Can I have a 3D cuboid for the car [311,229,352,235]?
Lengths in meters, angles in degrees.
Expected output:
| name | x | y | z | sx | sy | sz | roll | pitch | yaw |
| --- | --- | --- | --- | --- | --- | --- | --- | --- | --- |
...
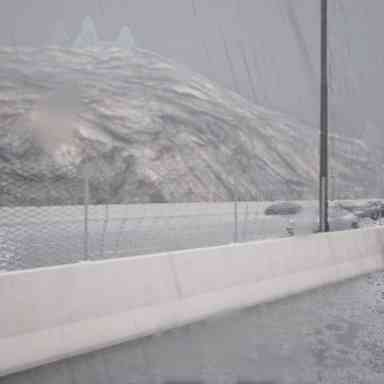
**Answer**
| name | x | y | z | sx | sy | sz | roll | pitch | yaw |
| --- | --- | --- | --- | --- | --- | --- | --- | --- | --- |
| car | 7.021 | 1.545 | 17.578 | 4.674 | 1.442 | 1.812 | 0 | 0 | -36 |
